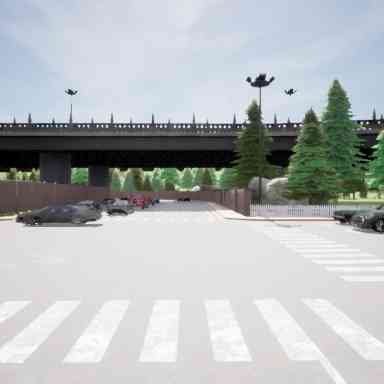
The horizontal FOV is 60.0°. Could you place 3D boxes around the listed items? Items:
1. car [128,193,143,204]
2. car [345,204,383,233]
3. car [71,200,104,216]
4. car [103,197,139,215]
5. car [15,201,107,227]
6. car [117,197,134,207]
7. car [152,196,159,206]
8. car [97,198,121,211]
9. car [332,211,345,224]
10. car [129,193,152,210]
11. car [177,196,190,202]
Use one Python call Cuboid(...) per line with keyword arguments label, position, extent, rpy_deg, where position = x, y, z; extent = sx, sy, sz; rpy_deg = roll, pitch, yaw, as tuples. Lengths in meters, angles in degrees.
Cuboid(label="car", position=(-10.681, 1.221, 63.464), extent=(2.150, 2.045, 5.566), rpy_deg=(0, 0, -3))
Cuboid(label="car", position=(11.484, 1.297, 18.691), extent=(4.553, 1.767, 2.097), rpy_deg=(0, 0, 2))
Cuboid(label="car", position=(-10.564, 1.564, 33.860), extent=(1.994, 1.385, 4.181), rpy_deg=(0, 0, 0))
Cuboid(label="car", position=(-7.038, 1.547, 33.583), extent=(2.033, 1.411, 5.357), rpy_deg=(0, 0, 0))
Cuboid(label="car", position=(-8.832, 1.530, 22.369), extent=(5.357, 1.411, 2.033), rpy_deg=(0, 0, 0))
Cuboid(label="car", position=(-10.532, 1.526, 52.756), extent=(1.812, 1.442, 4.674), rpy_deg=(0, 0, 0))
Cuboid(label="car", position=(-7.038, 1.564, 53.765), extent=(1.994, 1.385, 4.181), rpy_deg=(0, 0, 0))
Cuboid(label="car", position=(-10.538, 1.526, 42.575), extent=(1.812, 1.442, 4.674), rpy_deg=(0, 0, 0))
Cuboid(label="car", position=(11.988, 1.545, 22.199), extent=(4.718, 1.301, 1.895), rpy_deg=(0, 0, 2))
Cuboid(label="car", position=(-7.039, 1.221, 43.757), extent=(2.150, 2.045, 5.566), rpy_deg=(0, 0, 0))
Cuboid(label="car", position=(-1.897, 1.553, 75.220), extent=(1.994, 1.385, 4.181), rpy_deg=(0, 0, -19))
